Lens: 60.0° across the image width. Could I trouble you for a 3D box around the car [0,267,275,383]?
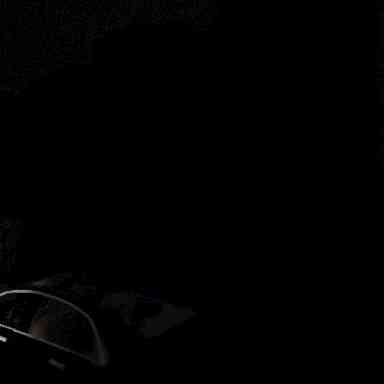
[{"bbox_3d":[-1.307,1.559,3.750,4.403,1.369,2.008,0,-1,35],"label":"car"}]
